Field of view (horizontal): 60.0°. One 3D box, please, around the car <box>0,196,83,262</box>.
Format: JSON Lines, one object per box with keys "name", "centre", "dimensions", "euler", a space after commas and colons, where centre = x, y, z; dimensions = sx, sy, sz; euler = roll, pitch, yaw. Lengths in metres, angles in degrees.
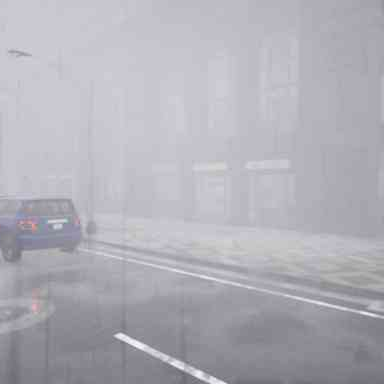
{"name": "car", "centre": [-6.170, 1.150, 12.121], "dimensions": [5.566, 2.045, 2.150], "euler": [0, 1, 42]}
